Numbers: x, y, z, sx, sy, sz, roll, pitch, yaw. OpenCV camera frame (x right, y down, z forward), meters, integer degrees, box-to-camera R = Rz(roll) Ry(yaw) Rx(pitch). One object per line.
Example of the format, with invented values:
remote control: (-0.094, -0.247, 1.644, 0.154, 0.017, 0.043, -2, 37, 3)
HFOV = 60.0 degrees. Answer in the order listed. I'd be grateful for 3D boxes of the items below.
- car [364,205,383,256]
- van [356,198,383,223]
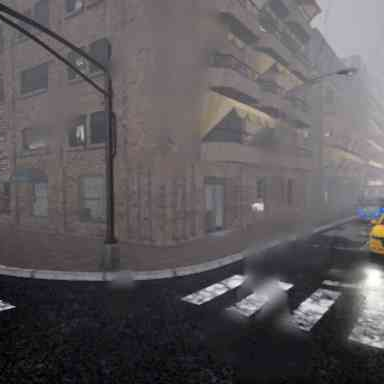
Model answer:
car: (7.931, 1.457, 12.408, 1.882, 1.535, 5.008, 0, 0, 35)
van: (13.269, 1.300, 24.403, 1.690, 1.788, 3.998, -1, -1, 35)
